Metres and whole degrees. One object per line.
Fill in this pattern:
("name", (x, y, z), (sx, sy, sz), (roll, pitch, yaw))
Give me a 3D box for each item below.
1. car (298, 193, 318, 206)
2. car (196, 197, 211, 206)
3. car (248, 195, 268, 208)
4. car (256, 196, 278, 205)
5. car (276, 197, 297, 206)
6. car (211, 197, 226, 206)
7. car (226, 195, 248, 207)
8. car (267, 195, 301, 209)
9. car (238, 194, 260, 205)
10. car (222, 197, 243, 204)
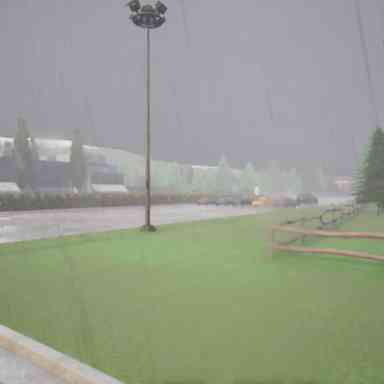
("car", (18.992, 1.214, 54.866), (2.150, 2.045, 5.566), (0, 0, 36))
("car", (2.555, 1.552, 56.066), (1.994, 1.385, 4.181), (0, 0, 37))
("car", (10.646, 1.469, 49.355), (1.882, 1.535, 5.008), (0, 0, 37))
("car", (13.341, 1.482, 58.998), (2.128, 1.511, 4.902), (0, 0, 36))
("car", (16.176, 1.592, 56.944), (1.895, 1.301, 4.718), (0, 0, 36))
("car", (5.457, 1.553, 54.095), (1.994, 1.385, 4.181), (0, 0, 37))
("car", (7.851, 1.482, 51.460), (2.128, 1.511, 4.902), (0, 0, 37))
("car", (12.953, 1.540, 46.593), (2.033, 1.411, 5.357), (0, 0, 37))
("car", (10.507, 1.341, 61.051), (2.097, 1.767, 4.553), (0, 0, 36))
("car", (7.726, 1.589, 63.177), (1.895, 1.301, 4.718), (0, 0, 36))
